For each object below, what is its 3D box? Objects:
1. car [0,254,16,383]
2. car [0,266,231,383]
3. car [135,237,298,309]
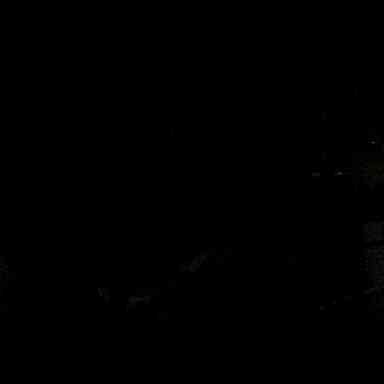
[{"bbox_3d":[-4.192,1.587,3.201,4.206,1.307,1.802,0,0,-35],"label":"car"},{"bbox_3d":[-1.835,1.566,1.762,4.181,1.385,1.994,0,0,-35],"label":"car"},{"bbox_3d":[0.303,1.570,6.400,4.206,1.307,1.802,0,0,-35],"label":"car"}]
